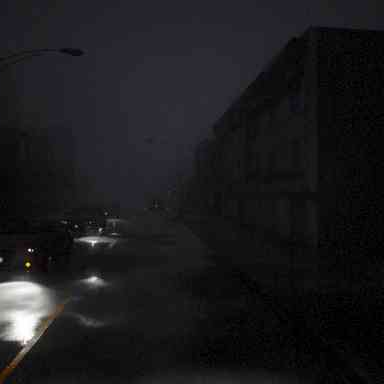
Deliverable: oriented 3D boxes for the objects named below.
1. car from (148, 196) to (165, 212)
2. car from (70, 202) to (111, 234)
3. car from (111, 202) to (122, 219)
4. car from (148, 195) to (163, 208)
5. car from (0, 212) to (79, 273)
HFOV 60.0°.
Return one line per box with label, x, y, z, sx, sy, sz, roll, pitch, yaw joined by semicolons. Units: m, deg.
car;-4.189;1.564;39.310;1.994;1.385;4.181;0;0;-6
car;-6.161;1.505;19.348;1.837;1.490;4.892;0;0;-6
car;-7.250;1.564;29.189;1.994;1.385;4.181;0;0;-6
car;-5.287;1.352;49.147;2.097;1.767;4.553;0;0;-5
car;-5.166;1.564;10.503;1.994;1.385;4.181;0;0;-6
